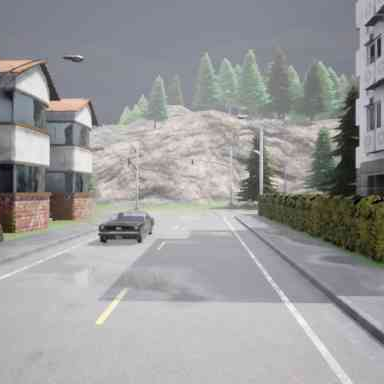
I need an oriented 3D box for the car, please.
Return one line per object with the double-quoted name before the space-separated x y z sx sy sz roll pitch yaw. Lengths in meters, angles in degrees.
"car" -3.031 1.609 16.206 1.895 1.301 4.718 0 0 1
